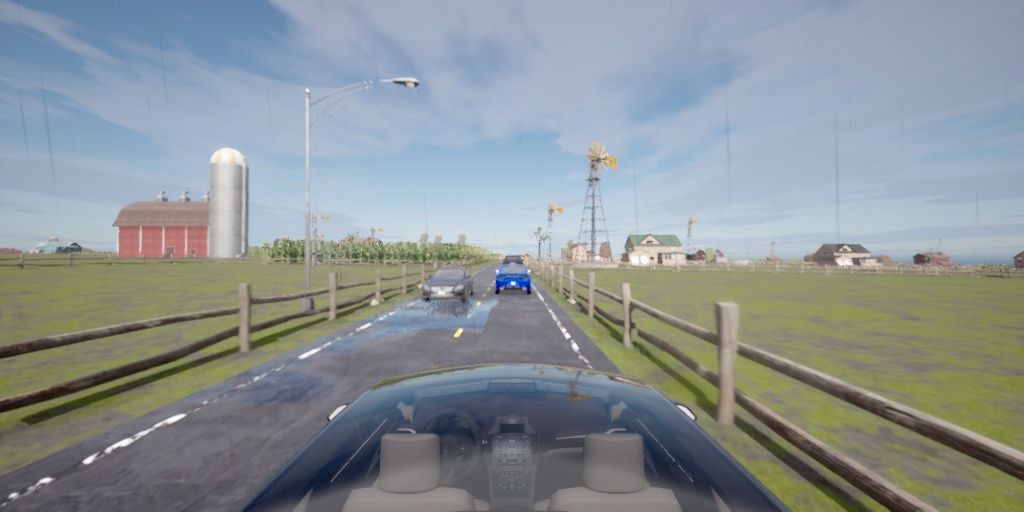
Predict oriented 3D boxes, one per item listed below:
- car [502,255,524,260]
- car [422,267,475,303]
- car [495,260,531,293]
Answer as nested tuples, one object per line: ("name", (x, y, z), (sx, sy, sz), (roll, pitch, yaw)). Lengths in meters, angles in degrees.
("car", (0.094, 0.908, 38.598), (2.150, 2.045, 5.566), (0, 0, 0))
("car", (-2.803, 1.247, 16.678), (1.812, 1.442, 4.674), (0, 0, 0))
("car", (0.070, 1.194, 20.267), (1.882, 1.535, 5.008), (0, 0, 0))
